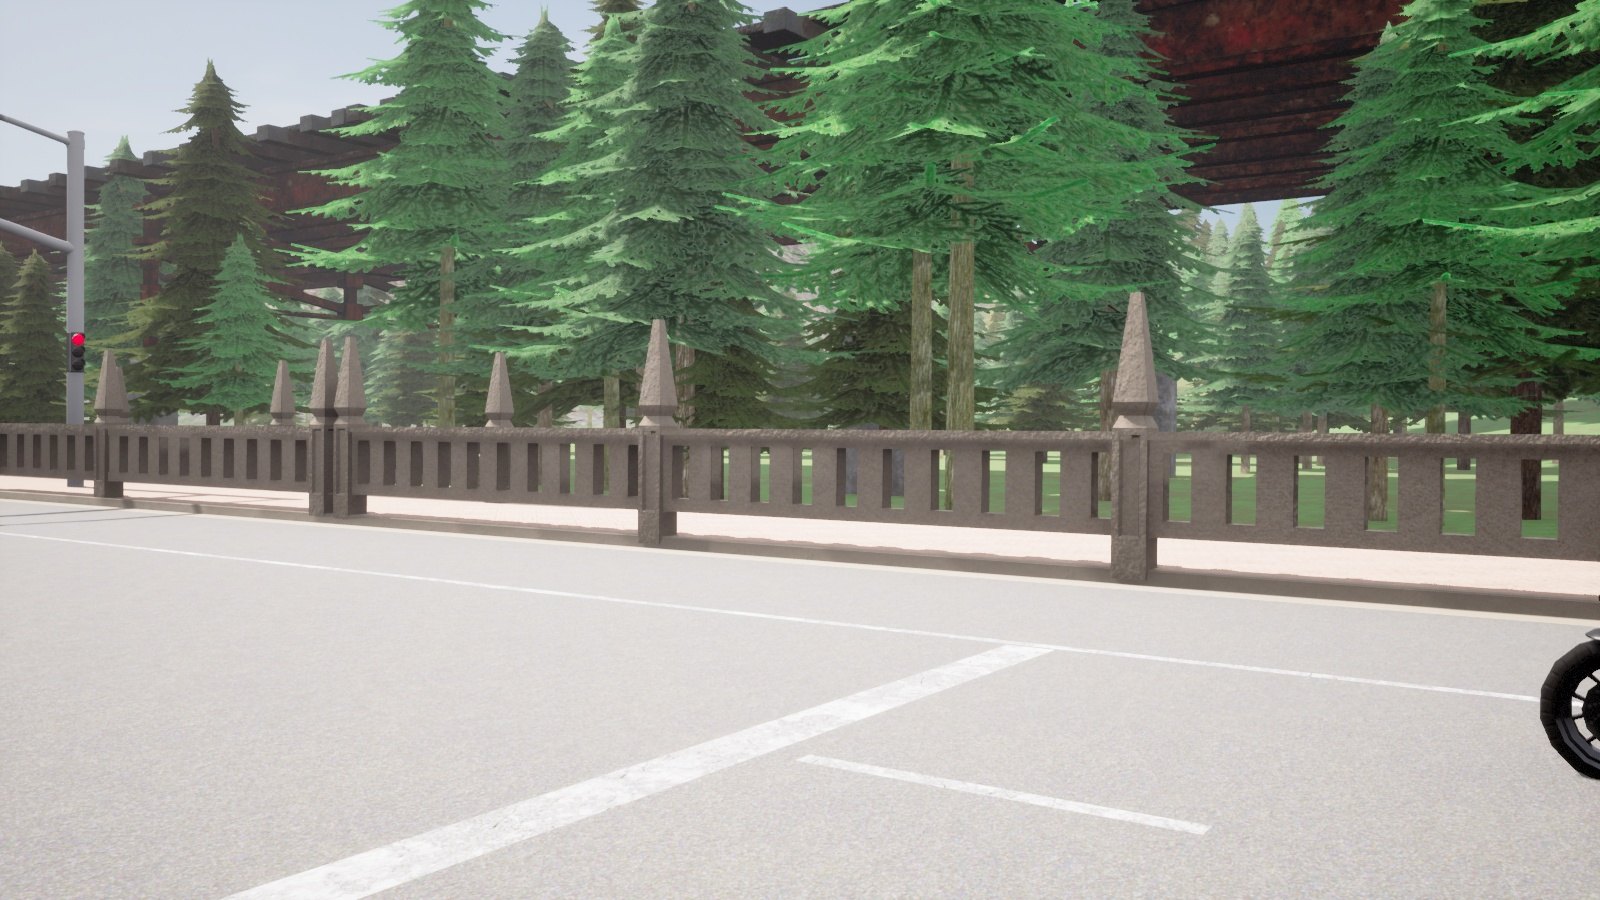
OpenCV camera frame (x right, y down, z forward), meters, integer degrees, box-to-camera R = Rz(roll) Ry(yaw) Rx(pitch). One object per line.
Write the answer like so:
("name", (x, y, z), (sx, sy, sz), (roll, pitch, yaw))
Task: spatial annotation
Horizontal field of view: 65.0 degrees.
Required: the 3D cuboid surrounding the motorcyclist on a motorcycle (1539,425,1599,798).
("motorcyclist on a motorcycle", (4.245, 0.660, 5.005), (2.191, 1.530, 0.866), (0, 1, 34))
